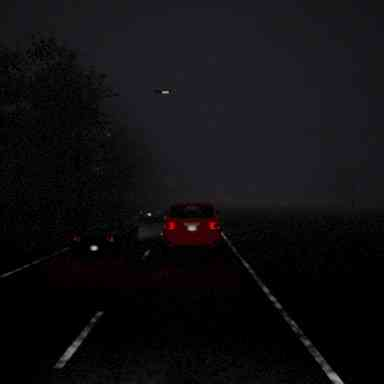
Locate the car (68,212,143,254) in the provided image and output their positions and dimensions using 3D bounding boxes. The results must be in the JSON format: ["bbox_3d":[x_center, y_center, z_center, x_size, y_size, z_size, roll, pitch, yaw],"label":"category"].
[{"bbox_3d":[-3.497,1.736,14.117,1.895,1.301,4.718,0,-1,0],"label":"car"}]

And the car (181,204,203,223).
[{"bbox_3d":[0.006,1.806,29.392,1.812,1.442,4.674,0,0,0],"label":"car"}]

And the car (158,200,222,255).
[{"bbox_3d":[0.001,1.351,14.008,2.150,2.045,5.566,0,0,0],"label":"car"}]

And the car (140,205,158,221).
[{"bbox_3d":[-3.494,1.844,29.286,1.994,1.385,4.181,0,-1,0],"label":"car"}]

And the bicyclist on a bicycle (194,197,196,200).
[{"bbox_3d":[0.964,2.275,94.709,0.659,1.776,1.843,0,0,0],"label":"bicyclist on a bicycle"}]
